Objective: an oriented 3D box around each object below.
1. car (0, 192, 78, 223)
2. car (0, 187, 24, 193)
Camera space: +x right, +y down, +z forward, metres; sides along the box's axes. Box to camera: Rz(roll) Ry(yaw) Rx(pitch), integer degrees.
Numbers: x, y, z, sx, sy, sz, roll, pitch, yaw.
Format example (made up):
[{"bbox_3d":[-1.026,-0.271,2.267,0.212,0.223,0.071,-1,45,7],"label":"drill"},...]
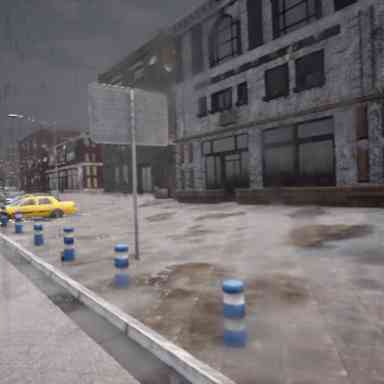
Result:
[{"bbox_3d":[-9.789,0.958,20.110,5.366,1.575,1.946,-3,3,-38],"label":"car"},{"bbox_3d":[-13.084,0.742,24.530,4.553,1.767,2.185,-3,3,-38],"label":"car"}]
